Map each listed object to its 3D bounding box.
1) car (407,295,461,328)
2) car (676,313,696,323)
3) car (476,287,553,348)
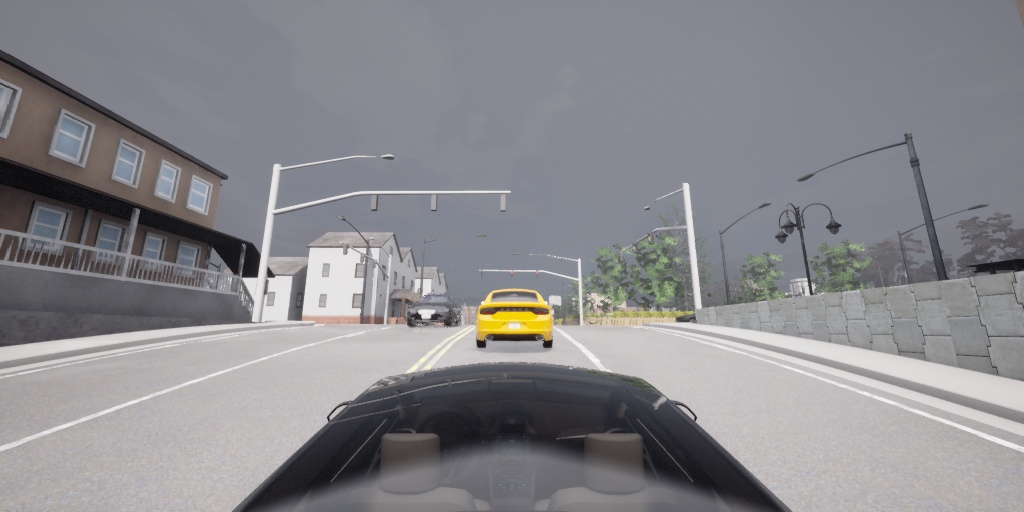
[{"bbox_3d":[-3.521,2.560,16.919,2.128,1.511,4.902,0,-9,-2],"label":"car"},{"bbox_3d":[16.489,5.261,30.393,5.008,1.535,1.882,0,-12,1],"label":"car"},{"bbox_3d":[0.070,1.723,10.547,1.882,1.535,5.008,0,-7,0],"label":"car"}]
